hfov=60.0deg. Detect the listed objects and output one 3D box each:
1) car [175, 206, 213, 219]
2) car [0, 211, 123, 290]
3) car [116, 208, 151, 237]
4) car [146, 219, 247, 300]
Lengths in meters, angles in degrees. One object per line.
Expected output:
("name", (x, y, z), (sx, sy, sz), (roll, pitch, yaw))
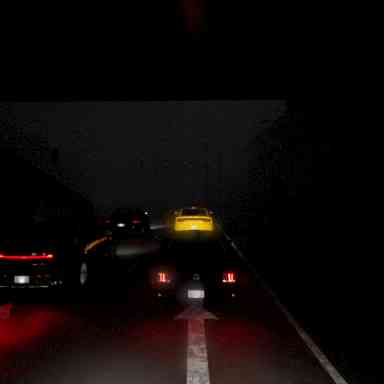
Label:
("car", (0.090, 1.478, 17.709), (1.882, 1.535, 5.008), (0, 0, 0))
("car", (-3.412, 1.505, 9.087), (1.837, 1.490, 4.892), (0, 0, 0))
("car", (-3.410, 1.564, 17.987), (1.994, 1.385, 4.181), (0, 0, 0))
("car", (0.087, 1.601, 8.366), (1.895, 1.301, 4.718), (0, 0, 0))
